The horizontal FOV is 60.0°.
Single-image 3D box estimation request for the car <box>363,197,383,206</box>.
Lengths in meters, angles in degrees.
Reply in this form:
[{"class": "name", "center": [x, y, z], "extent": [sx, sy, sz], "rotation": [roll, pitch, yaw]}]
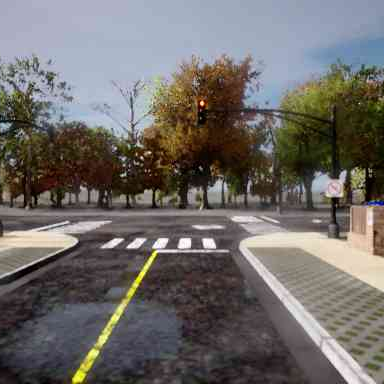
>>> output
[{"class": "car", "center": [18.124, 1.288, 29.624], "extent": [5.566, 2.045, 2.150], "rotation": [0, 0, 0]}]
